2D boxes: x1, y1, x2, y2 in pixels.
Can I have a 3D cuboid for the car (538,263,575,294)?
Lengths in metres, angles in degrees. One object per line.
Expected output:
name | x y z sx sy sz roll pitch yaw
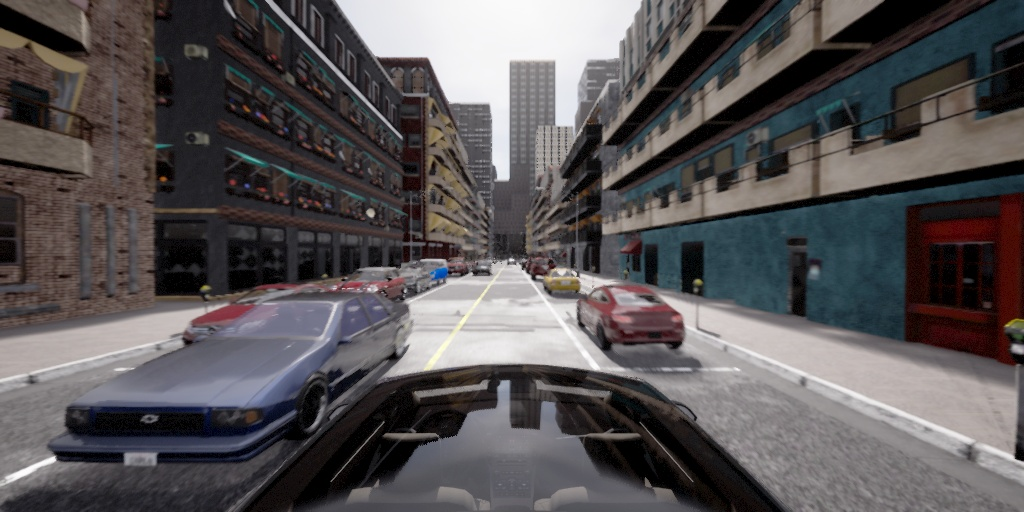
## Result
car | 2.681 1.288 20.183 1.751 1.417 4.829 0 0 0

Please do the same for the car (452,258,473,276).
car | -5.699 1.088 36.843 2.192 1.841 5.009 0 0 0

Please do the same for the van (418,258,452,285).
van | -5.670 1.107 25.639 1.690 1.789 3.998 0 0 0

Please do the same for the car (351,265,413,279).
car | -5.664 1.198 14.435 1.967 1.591 4.097 0 0 0

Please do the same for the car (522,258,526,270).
car | 2.669 1.093 42.422 2.192 1.841 5.009 0 0 0

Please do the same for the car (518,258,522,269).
car | 2.334 1.263 53.257 1.882 1.535 5.008 0 0 0

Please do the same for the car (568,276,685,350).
car | 2.687 1.337 8.809 1.802 1.307 4.207 0 0 0

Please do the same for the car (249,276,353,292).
car | -5.661 1.337 8.834 1.802 1.307 4.207 0 0 0

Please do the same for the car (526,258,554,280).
car | 2.675 1.085 31.218 2.192 1.841 5.009 0 0 0

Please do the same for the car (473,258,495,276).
car | -3.098 1.278 38.081 1.837 1.490 4.892 0 0 0

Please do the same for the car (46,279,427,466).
car | -3.059 1.300 5.636 2.033 1.411 5.357 0 0 1

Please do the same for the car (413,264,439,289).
car | -5.667 1.313 20.037 2.007 1.370 4.403 0 0 0
